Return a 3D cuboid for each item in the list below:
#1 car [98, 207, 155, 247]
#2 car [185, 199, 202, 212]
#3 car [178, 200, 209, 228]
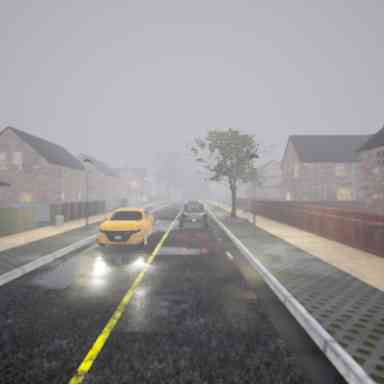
[{"bbox_3d":[-2.838,1.472,15.291,1.882,1.535,5.008,0,0,0],"label":"car"},{"bbox_3d":[0.134,1.628,41.496,1.994,1.385,4.181,0,0,0],"label":"car"},{"bbox_3d":[0.117,1.497,22.298,2.128,1.511,4.902,0,0,0],"label":"car"}]
